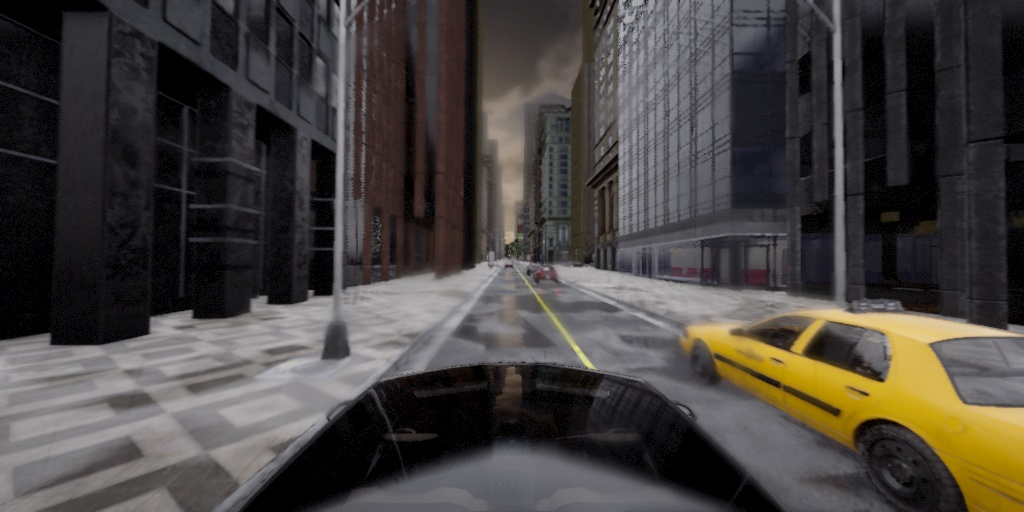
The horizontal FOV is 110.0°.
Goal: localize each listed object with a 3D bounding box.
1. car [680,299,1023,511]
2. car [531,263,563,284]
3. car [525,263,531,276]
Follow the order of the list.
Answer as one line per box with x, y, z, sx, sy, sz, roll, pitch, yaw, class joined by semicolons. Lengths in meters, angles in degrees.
3.864;1.251;4.120;1.801;1.575;5.366;0;0;0;car
2.829;1.502;30.196;1.812;1.442;4.674;0;0;0;car
2.672;1.562;42.780;2.128;1.511;4.902;0;0;0;car
